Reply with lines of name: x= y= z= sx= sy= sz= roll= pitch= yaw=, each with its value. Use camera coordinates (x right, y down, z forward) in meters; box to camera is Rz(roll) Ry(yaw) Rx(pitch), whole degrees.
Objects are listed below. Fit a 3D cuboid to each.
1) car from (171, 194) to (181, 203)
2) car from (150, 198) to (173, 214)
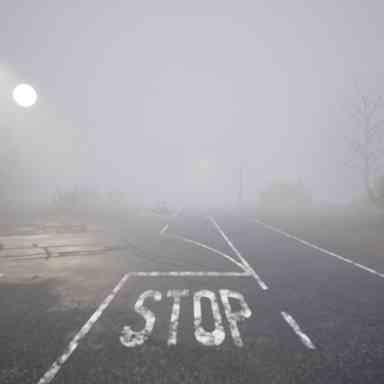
car: x=-3.610 y=1.545 z=76.087 sx=2.150 sy=2.045 sz=5.566 roll=0 pitch=0 yaw=0
car: x=-3.507 y=1.705 z=37.444 sx=1.812 sy=1.442 sz=4.674 roll=0 pitch=0 yaw=0
